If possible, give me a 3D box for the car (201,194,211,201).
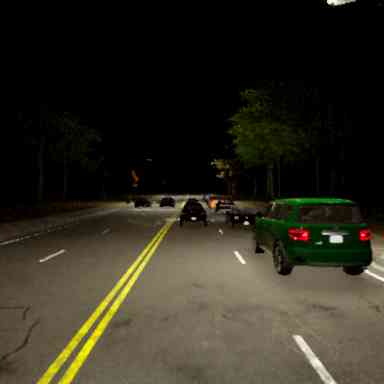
[{"bbox_3d":[3.257,1.332,77.006,2.128,1.511,4.902,0,0,0],"label":"car"}]

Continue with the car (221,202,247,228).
[{"bbox_3d":[3.252,1.574,22.037,1.895,1.301,4.718,0,0,0],"label":"car"}]

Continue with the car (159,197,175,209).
[{"bbox_3d":[-3.327,1.416,45.181,1.882,1.535,5.008,0,0,0],"label":"car"}]

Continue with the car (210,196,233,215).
[{"bbox_3d":[3.253,1.452,33.007,2.128,1.511,4.902,0,0,0],"label":"car"}]

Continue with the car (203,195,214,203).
[{"bbox_3d":[3.256,1.422,66.006,2.033,1.411,5.357,0,0,0],"label":"car"}]

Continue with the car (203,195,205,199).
[{"bbox_3d":[3.255,1.457,55.006,2.033,1.411,5.357,0,0,0],"label":"car"}]

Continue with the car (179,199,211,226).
[{"bbox_3d":[0.102,1.497,23.282,1.812,1.442,4.674,0,0,0],"label":"car"}]

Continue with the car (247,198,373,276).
[{"bbox_3d":[3.353,1.205,10.417,2.150,2.045,5.566,0,0,0],"label":"car"}]

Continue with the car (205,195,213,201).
[{"bbox_3d":[3.254,1.293,43.976,2.097,1.767,4.553,0,0,0],"label":"car"}]

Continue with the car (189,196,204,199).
[{"bbox_3d":[0.104,1.494,41.427,2.033,1.411,5.357,0,0,0],"label":"car"}]

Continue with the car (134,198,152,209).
[{"bbox_3d":[-6.575,1.486,45.229,2.033,1.411,5.357,0,0,0],"label":"car"}]
